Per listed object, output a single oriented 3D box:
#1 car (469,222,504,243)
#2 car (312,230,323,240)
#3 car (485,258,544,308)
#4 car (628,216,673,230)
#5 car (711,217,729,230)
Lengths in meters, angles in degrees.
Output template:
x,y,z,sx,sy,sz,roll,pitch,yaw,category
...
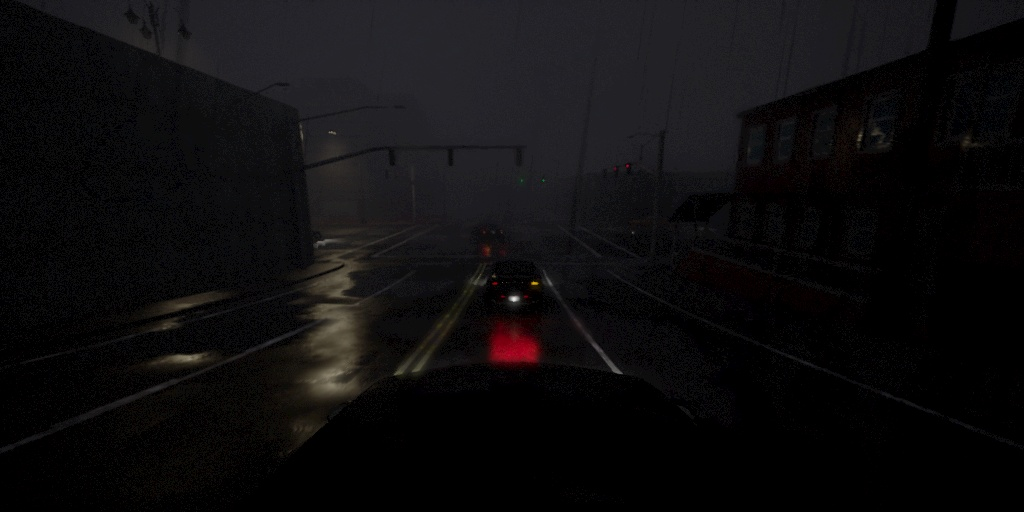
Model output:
x,y,z,sx,sy,sz,roll,pitch,yaw,category
-2.429,-2.336,32.718,2.097,1.767,4.553,-5,11,-23,car
-19.426,-2.028,32.204,4.181,1.385,1.994,0,10,0,car
0.089,0.824,12.916,1.837,1.490,4.892,0,4,0,car
16.420,-3.990,42.592,5.008,1.535,1.882,0,10,0,car
26.309,-3.958,42.565,4.892,1.490,1.837,0,10,0,car
